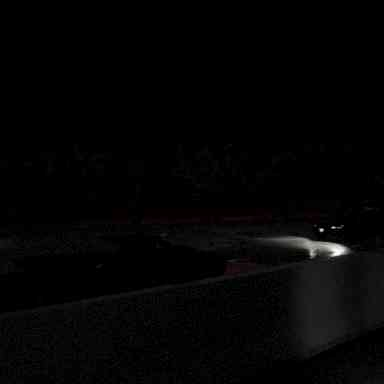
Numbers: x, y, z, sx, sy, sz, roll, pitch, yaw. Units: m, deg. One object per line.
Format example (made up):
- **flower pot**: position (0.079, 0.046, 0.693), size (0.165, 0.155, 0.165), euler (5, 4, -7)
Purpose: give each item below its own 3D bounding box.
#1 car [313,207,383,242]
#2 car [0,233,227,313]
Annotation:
- **car**: position (8.195, 1.531, 16.476), size (4.892, 1.490, 1.837), euler (0, 0, -26)
- **car**: position (-1.668, 1.589, 6.897), size (4.718, 1.301, 1.895), euler (0, 0, -33)
